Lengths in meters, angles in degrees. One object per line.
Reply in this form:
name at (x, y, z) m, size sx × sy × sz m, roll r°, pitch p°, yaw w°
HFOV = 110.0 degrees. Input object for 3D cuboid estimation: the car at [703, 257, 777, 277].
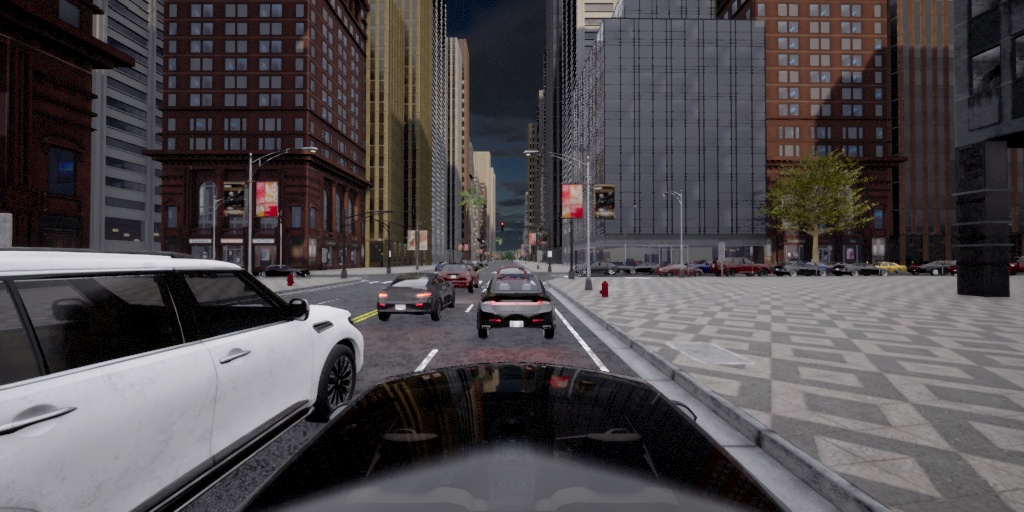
car at (20.948, 1.038, 33.061) m, size 5.009 × 1.841 × 2.192 m, roll 0°, pitch 0°, yaw -1°

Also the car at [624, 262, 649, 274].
car at (15.177, 1.410, 41.496) m, size 4.313 × 1.339 × 1.948 m, roll 0°, pitch 0°, yaw -1°

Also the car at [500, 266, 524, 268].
car at (-0.004, 1.259, 19.613) m, size 1.882 × 1.535 × 5.008 m, roll 0°, pitch 0°, yaw 0°

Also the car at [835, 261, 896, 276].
car at (32.222, 1.257, 33.238) m, size 4.313 × 1.339 × 1.948 m, roll 0°, pitch 0°, yaw -1°

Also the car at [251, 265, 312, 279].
car at (-22.407, 1.526, 34.992) m, size 4.718 × 1.301 × 1.895 m, roll 0°, pitch -1°, yaw -3°

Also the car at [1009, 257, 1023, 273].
car at (49.136, 0.969, 33.505) m, size 5.009 × 1.841 × 2.192 m, roll 0°, pitch 0°, yaw -1°

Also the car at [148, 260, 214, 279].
car at (-32.225, 1.322, 35.001) m, size 4.553 × 1.767 × 2.097 m, roll 0°, pitch -1°, yaw 0°

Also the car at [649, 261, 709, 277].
car at (15.309, 1.325, 32.972) m, size 4.207 × 1.307 × 1.802 m, roll 0°, pitch 0°, yaw -1°

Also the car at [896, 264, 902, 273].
car at (43.200, 1.292, 41.937) m, size 4.829 × 1.417 × 1.751 m, roll 0°, pitch 0°, yaw -1°

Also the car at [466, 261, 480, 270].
car at (-6.590, 1.558, 61.337) m, size 1.812 × 1.442 × 4.674 m, roll 0°, pitch 0°, yaw 0°

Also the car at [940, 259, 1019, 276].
car at (43.498, 1.210, 33.416) m, size 4.507 × 1.381 × 1.888 m, roll 0°, pitch 0°, yaw -1°

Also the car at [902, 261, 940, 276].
car at (42.847, 1.203, 36.032) m, size 4.892 × 1.490 × 1.837 m, roll 0°, pitch -1°, yaw -1°

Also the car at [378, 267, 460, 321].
car at (-3.152, 1.287, 12.423) m, size 1.812 × 1.442 × 4.674 m, roll 0°, pitch 0°, yaw 0°

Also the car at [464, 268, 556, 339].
car at (0.097, 1.248, 10.112) m, size 2.128 × 1.511 × 4.902 m, roll 0°, pitch 0°, yaw 0°

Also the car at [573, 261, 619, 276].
car at (9.003, 1.337, 38.554) m, size 4.892 × 1.490 × 1.837 m, roll 0°, pitch -1°, yaw -3°

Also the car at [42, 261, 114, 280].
car at (-42.278, 1.369, 35.021) m, size 4.553 × 1.767 × 2.097 m, roll 0°, pitch -1°, yaw 1°

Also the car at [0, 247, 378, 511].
car at (-3.155, 0.972, 2.645) m, size 2.150 × 2.045 × 5.566 m, roll 0°, pitch 0°, yaw 0°

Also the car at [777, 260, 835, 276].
car at (26.585, 1.273, 33.149) m, size 4.313 × 1.339 × 1.948 m, roll 0°, pitch 0°, yaw -1°

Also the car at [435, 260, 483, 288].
car at (-3.153, 1.141, 21.404) m, size 2.097 × 1.767 × 4.553 m, roll 0°, pitch 0°, yaw 0°

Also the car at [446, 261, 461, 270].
car at (-9.840, 1.555, 60.884) m, size 1.812 × 1.442 × 4.674 m, roll 0°, pitch 0°, yaw 0°

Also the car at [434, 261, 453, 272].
car at (-9.849, 1.493, 51.962) m, size 1.812 × 1.442 × 4.674 m, roll 0°, pitch 0°, yaw 0°
